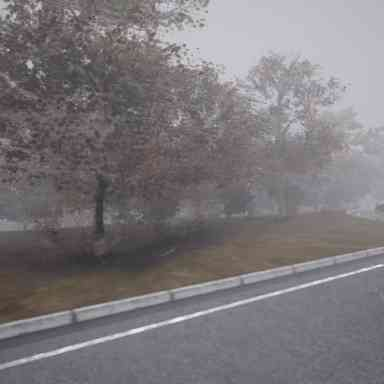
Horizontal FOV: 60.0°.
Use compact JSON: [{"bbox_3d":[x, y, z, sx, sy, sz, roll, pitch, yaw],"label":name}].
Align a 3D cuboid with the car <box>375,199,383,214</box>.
[{"bbox_3d":[20.220,1.426,34.272,1.882,1.535,5.008,-1,-1,38],"label":"car"}]
